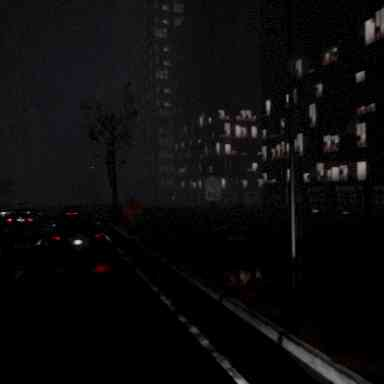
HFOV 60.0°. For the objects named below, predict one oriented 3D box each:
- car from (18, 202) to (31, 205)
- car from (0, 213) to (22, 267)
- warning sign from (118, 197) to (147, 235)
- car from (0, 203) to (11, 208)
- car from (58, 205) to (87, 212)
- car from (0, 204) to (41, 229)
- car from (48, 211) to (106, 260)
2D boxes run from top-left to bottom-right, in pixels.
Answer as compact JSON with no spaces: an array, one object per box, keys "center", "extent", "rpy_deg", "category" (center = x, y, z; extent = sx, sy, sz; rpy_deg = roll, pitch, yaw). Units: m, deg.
[{"center":[-26.123,2.280,52.294],"extent":[1.812,1.442,4.674],"rpy_deg":[-1,0,-20],"category":"car"},{"center":[-7.428,1.710,11.580],"extent":[1.837,1.490,4.892],"rpy_deg":[-1,-1,-20],"category":"car"},{"center":[-3.145,1.229,17.467],"extent":[1.300,1.860,1.060],"rpy_deg":[0,0,-20],"category":"warning sign"},{"center":[-29.151,2.374,51.148],"extent":[2.033,1.411,5.357],"rpy_deg":[-1,0,-20],"category":"car"},{"center":[-9.724,1.802,27.106],"extent":[1.837,1.490,4.892],"rpy_deg":[-1,0,-20],"category":"car"},{"center":[-12.042,1.895,23.953],"extent":[2.033,1.411,5.357],"rpy_deg":[-1,0,-20],"category":"car"},{"center":[-4.580,1.705,13.266],"extent":[1.994,1.385,4.181],"rpy_deg":[-1,0,-20],"category":"car"}]
